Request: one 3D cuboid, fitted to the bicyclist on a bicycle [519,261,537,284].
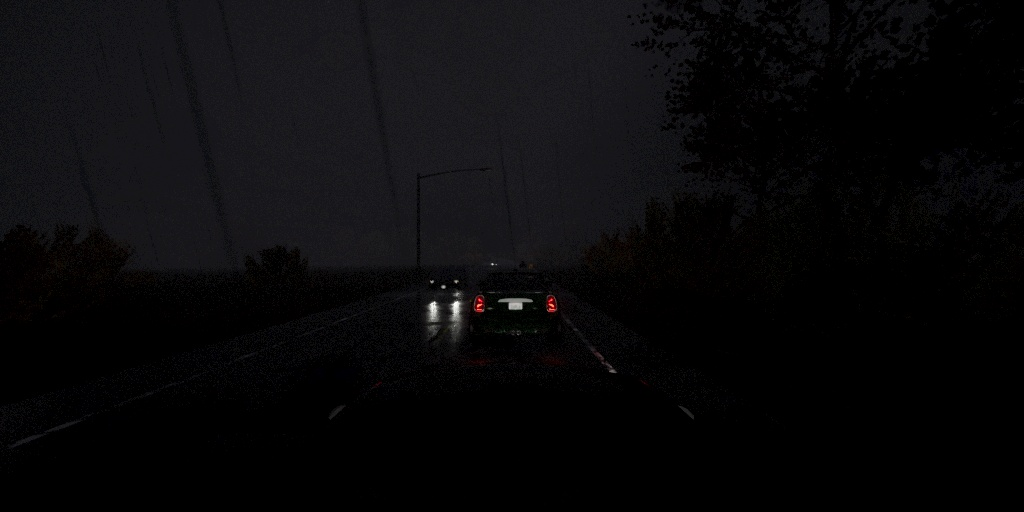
[{"bbox_3d":[0.893,1.181,17.207,0.866,1.612,1.509,0,0,0],"label":"bicyclist on a bicycle"}]

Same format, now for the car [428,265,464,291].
[{"bbox_3d":[-3.707,1.290,22.050,2.033,1.411,5.357,0,0,0],"label":"car"}]

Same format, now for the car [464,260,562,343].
[{"bbox_3d":[0.067,1.099,9.862,2.097,1.767,4.553,0,0,0],"label":"car"}]

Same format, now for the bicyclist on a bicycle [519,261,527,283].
[{"bbox_3d":[0.823,1.193,27.323,0.582,1.620,1.656,0,0,0],"label":"bicyclist on a bicycle"}]
